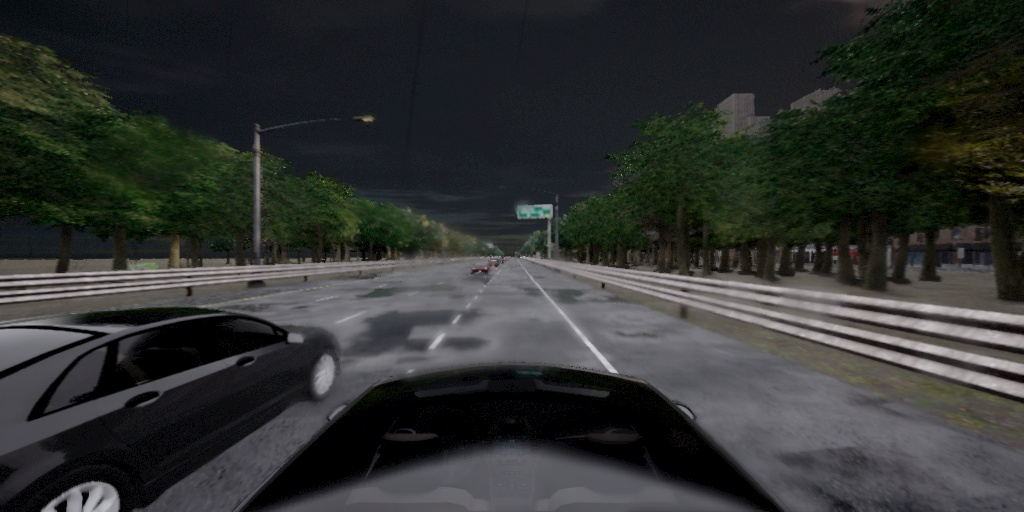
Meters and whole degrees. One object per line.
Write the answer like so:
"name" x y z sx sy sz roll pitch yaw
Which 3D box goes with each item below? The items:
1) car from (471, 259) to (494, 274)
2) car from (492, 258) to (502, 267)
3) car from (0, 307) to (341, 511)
"car" -3.422 1.353 40.658 1.895 1.301 4.718 0 0 0
"car" -3.297 1.258 64.806 1.812 1.442 4.674 0 0 0
"car" -3.498 1.256 3.501 1.837 1.490 4.892 0 0 0
